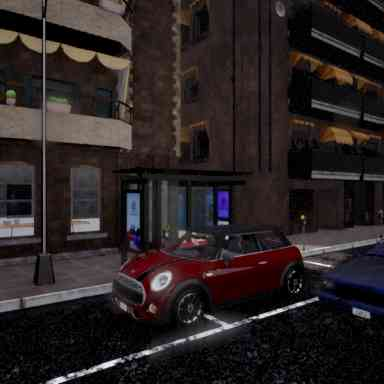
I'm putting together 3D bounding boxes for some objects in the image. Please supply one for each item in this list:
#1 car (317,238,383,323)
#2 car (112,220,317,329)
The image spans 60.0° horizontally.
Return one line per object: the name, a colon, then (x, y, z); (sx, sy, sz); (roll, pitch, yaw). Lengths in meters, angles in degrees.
car: (4.871, 1.547, 6.877); (5.357, 1.411, 2.033); (0, 0, -36)
car: (0.439, 1.440, 6.887); (4.097, 1.590, 1.967); (0, 0, -36)
